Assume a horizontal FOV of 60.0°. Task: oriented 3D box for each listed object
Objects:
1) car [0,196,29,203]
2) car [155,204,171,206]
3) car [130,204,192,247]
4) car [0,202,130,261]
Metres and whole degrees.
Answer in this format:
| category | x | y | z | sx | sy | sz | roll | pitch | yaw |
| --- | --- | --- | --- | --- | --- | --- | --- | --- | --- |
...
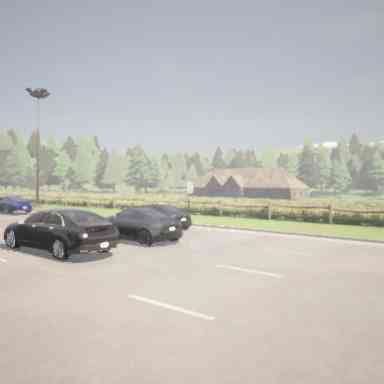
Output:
| category | x | y | z | sx | sy | sz | roll | pitch | yaw |
| --- | --- | --- | --- | --- | --- | --- | --- | --- | --- |
| car | -15.102 | 1.043 | 27.652 | 4.674 | 1.442 | 1.812 | 1 | 1 | 35 |
| car | -2.033 | 1.355 | 18.340 | 4.181 | 1.385 | 1.994 | 1 | 1 | 36 |
| car | -2.410 | 1.390 | 14.306 | 4.181 | 1.385 | 1.994 | 1 | 1 | 36 |
| car | -4.646 | 1.328 | 11.602 | 4.892 | 1.490 | 1.837 | 1 | 1 | 36 |
